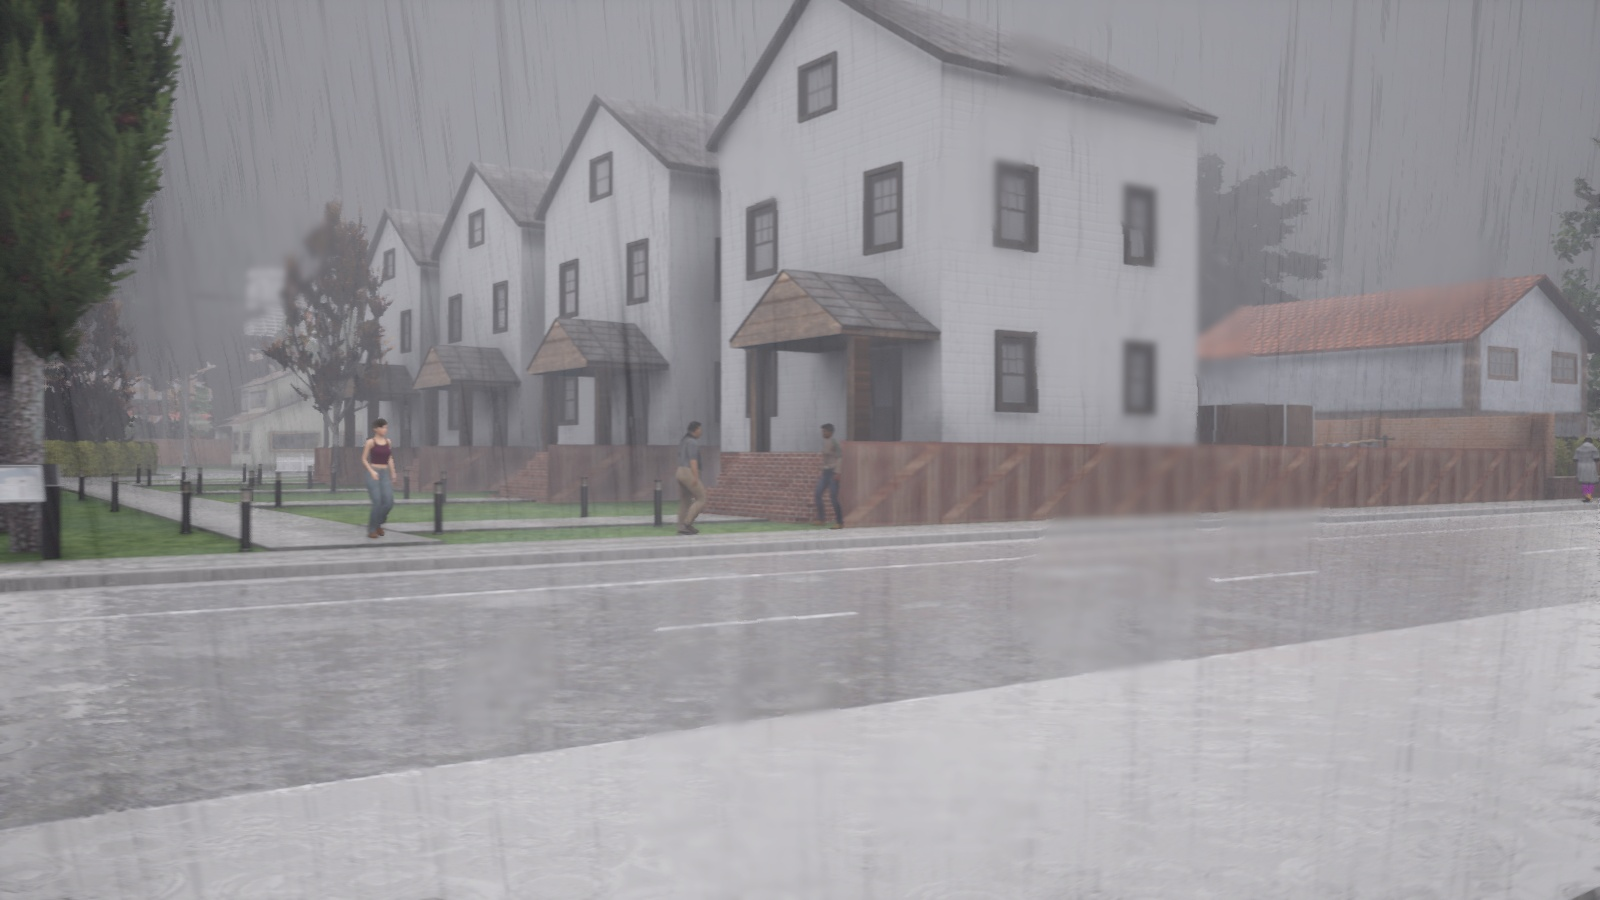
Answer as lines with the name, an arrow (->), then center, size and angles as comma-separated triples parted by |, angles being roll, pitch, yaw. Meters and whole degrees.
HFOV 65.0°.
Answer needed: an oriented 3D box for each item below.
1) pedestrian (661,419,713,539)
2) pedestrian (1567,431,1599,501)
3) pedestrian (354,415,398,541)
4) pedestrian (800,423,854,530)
pedestrian -> -1.782, 0.450, 19.800 | 0.694, 1.848, 0.540 | 0, 0, -23
pedestrian -> 22.280, 0.440, 35.560 | 0.873, 1.952, 0.659 | 0, 0, -36
pedestrian -> -6.319, 0.409, 18.700 | 0.594, 1.836, 0.345 | 0, 0, 36
pedestrian -> 0.457, 0.449, 21.520 | 0.869, 1.805, 0.328 | 0, 0, -28
